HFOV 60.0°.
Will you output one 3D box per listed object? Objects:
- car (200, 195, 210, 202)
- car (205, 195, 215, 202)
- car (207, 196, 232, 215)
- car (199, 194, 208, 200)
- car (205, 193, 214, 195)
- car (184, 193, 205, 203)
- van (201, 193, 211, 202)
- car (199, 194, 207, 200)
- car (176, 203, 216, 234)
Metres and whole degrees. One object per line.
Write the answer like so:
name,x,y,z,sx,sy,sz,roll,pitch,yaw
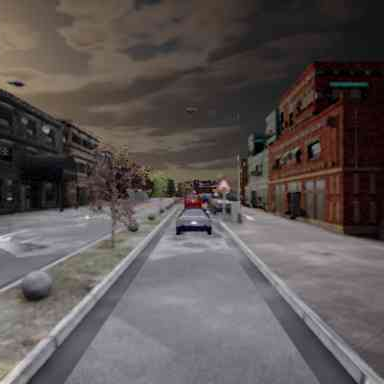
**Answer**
car,3.024,1.427,77.852,2.231,1.521,4.892,0,0,0
car,3.012,1.490,44.884,2.163,1.488,4.792,0,0,0
car,3.008,1.478,33.678,2.231,1.521,4.892,0,0,0
car,3.026,1.325,88.869,2.185,1.767,4.553,0,0,0
car,3.018,1.176,61.323,2.435,2.045,5.566,0,0,0
car,0.147,1.202,42.705,2.150,2.045,5.566,1,0,0
van,3.022,1.195,72.454,1.878,1.987,4.442,0,0,0
car,3.028,1.343,94.389,2.185,1.767,4.553,0,0,0
car,0.106,1.570,19.268,1.994,1.385,4.181,0,0,0
